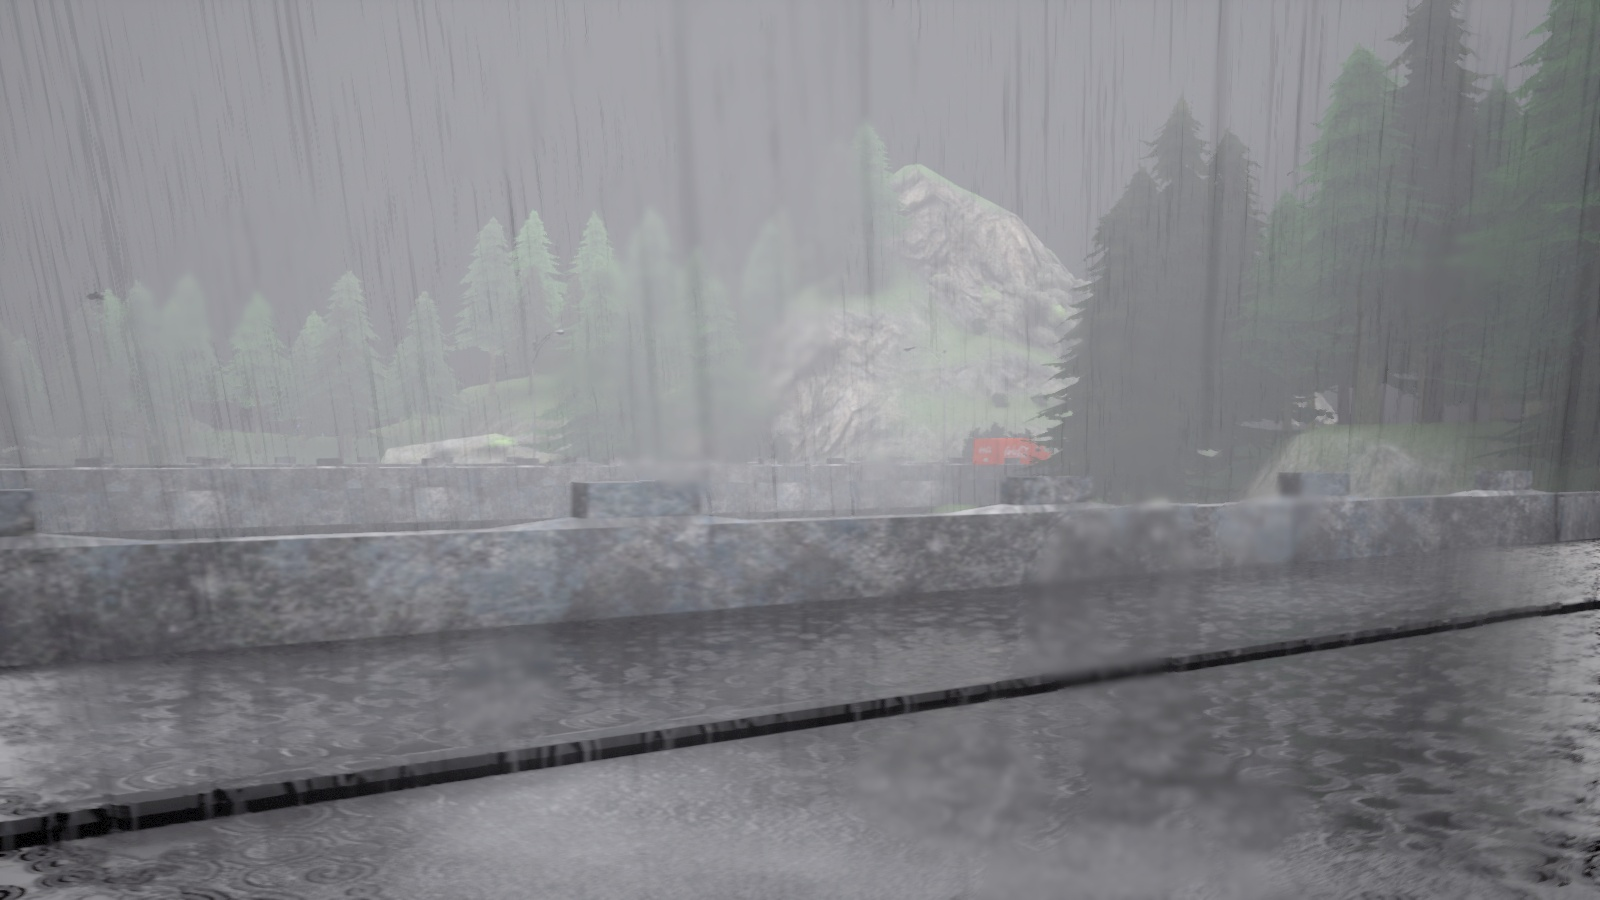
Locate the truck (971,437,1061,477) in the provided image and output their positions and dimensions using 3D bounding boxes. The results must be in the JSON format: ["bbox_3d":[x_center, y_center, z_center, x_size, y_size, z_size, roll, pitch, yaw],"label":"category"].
[{"bbox_3d":[13.578,0.427,78.948,5.204,2.467,2.627,0,0,-35],"label":"truck"}]
